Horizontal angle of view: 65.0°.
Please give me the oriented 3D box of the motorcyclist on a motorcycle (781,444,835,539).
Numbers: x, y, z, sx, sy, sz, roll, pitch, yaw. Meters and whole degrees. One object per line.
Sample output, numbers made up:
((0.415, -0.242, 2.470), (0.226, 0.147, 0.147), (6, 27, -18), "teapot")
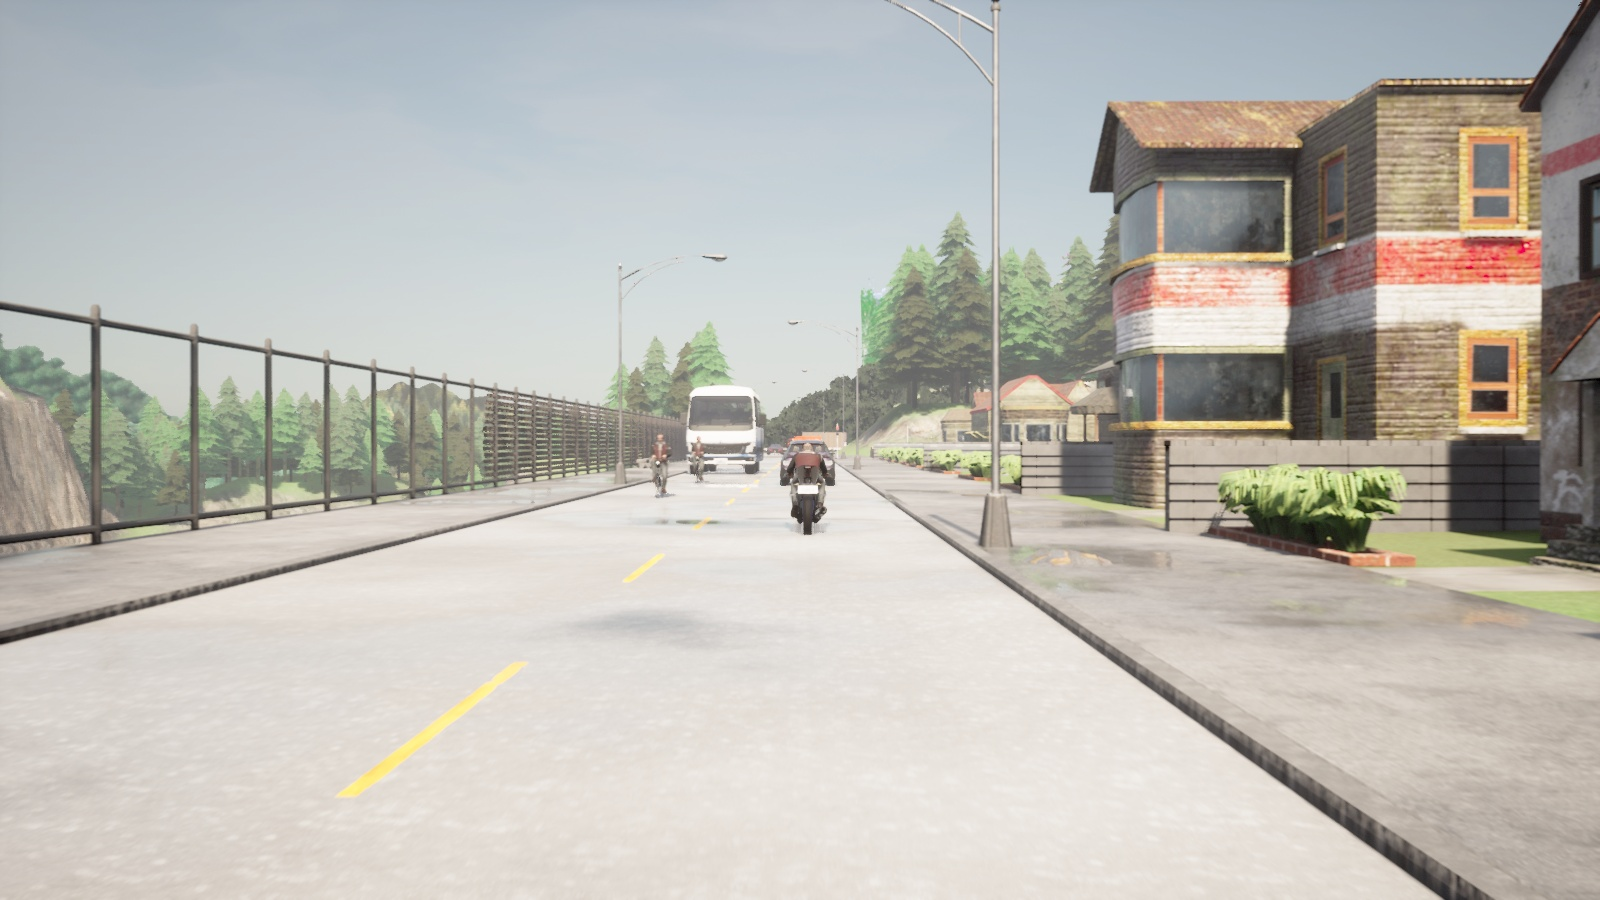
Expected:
((0.133, 0.661, 21.347), (0.866, 1.530, 2.191), (0, 0, 0), "motorcyclist on a motorcycle")

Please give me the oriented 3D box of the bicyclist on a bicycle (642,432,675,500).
((-3.792, 0.424, 33.723), (0.659, 1.776, 1.843), (0, 0, 0), "bicyclist on a bicycle")

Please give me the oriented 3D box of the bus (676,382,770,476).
((-3.629, -0.983, 62.134), (3.944, 4.253, 10.273), (0, 0, 1), "bus")

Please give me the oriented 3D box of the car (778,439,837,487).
((0.275, 0.420, 45.577), (2.033, 1.649, 4.856), (0, 0, 0), "car")
